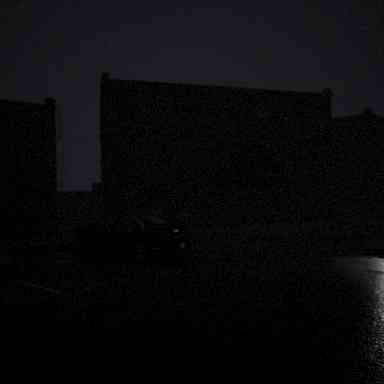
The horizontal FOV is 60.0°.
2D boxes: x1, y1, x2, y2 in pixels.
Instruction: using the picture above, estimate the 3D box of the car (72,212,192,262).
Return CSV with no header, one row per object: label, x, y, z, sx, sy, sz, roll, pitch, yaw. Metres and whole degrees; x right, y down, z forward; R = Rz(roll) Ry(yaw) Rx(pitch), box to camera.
car,-2.281,1.471,11.989,4.892,1.521,2.231,-1,0,34
